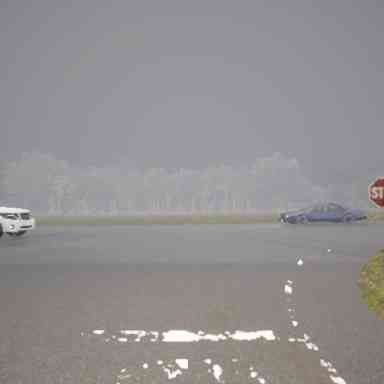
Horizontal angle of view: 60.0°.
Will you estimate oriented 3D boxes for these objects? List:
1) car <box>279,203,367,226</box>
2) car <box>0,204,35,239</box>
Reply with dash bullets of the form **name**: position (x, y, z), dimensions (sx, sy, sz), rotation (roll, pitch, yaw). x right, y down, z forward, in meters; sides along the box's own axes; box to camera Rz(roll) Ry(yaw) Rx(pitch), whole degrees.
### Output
- **car**: position (8.631, 1.459, 22.119), dimensions (5.357, 1.411, 2.033), rotation (-1, -3, -1)
- **car**: position (-10.127, 1.062, 14.964), dimensions (5.566, 2.045, 2.150), rotation (0, -3, 0)
